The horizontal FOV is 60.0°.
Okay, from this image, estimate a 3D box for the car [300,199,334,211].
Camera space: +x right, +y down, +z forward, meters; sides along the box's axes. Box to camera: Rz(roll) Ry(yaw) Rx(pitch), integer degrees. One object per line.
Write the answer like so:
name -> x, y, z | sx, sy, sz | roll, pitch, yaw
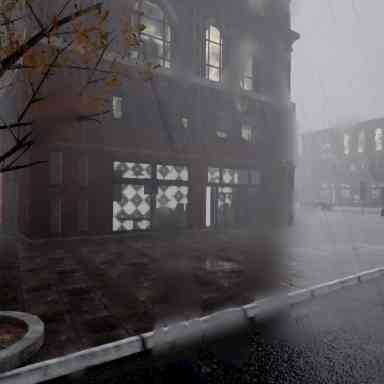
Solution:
car -> 15.561, 1.618, 41.686 | 2.008, 1.369, 4.403 | 1, -1, -28
